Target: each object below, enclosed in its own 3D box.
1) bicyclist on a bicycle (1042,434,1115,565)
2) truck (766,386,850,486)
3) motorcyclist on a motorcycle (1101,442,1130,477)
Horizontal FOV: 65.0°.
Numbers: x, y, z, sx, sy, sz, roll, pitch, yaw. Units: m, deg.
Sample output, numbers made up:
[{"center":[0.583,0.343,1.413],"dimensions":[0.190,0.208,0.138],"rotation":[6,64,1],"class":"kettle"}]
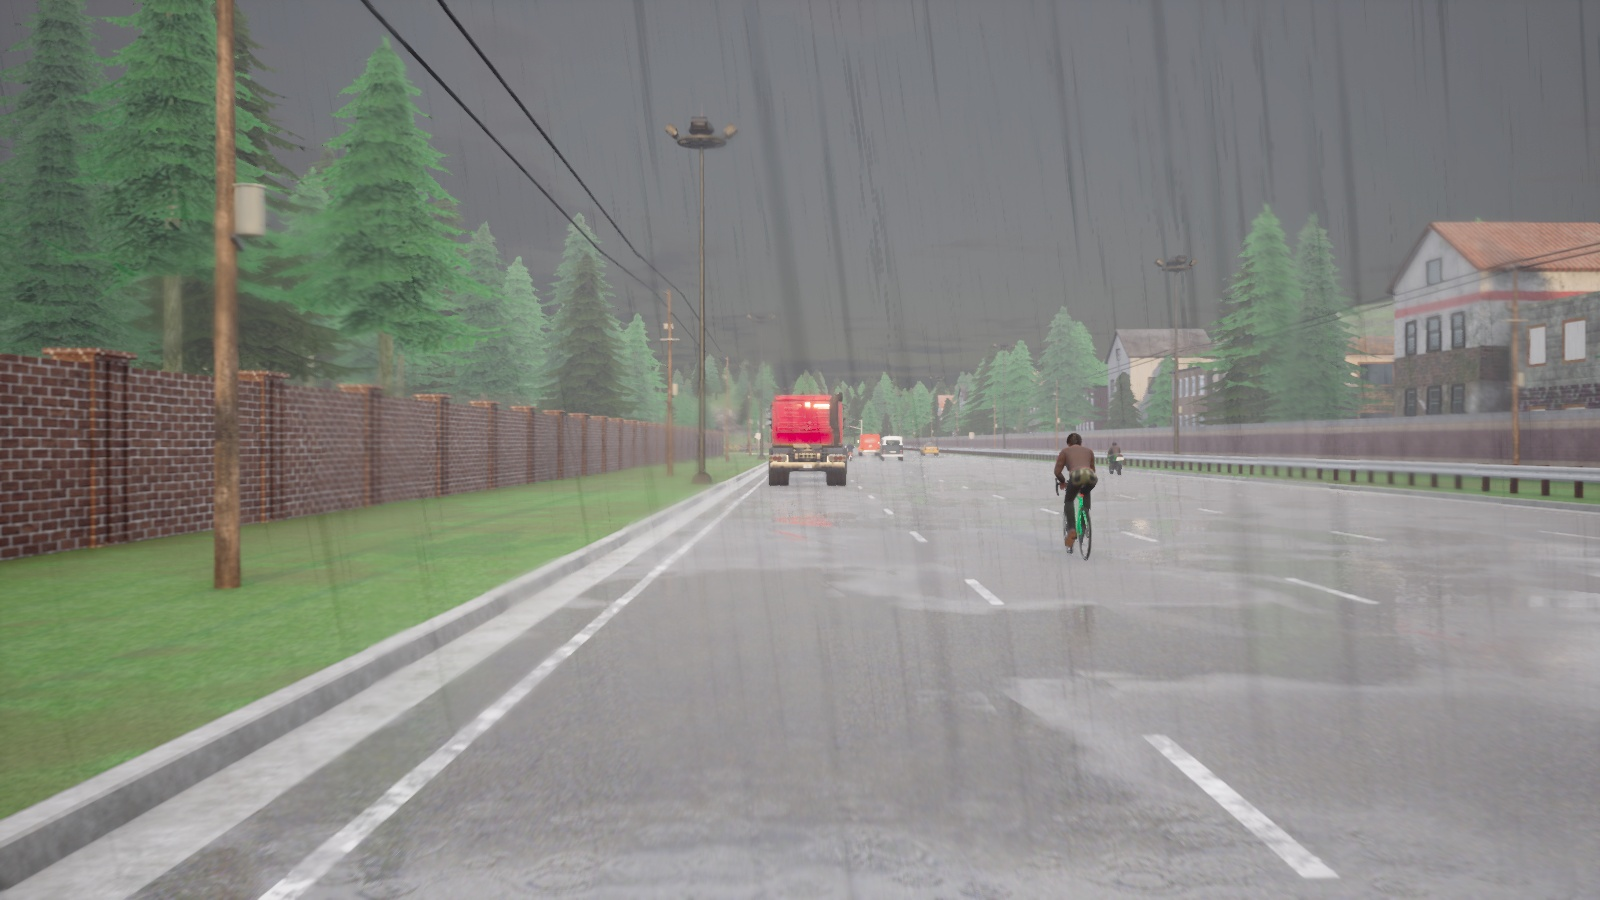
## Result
[{"center":[3.609,0.610,16.375],"dimensions":[0.582,1.620,1.656],"rotation":[0,0,0],"class":"bicyclist on a bicycle"},{"center":[0.285,-0.501,47.122],"dimensions":[2.891,3.462,7.936],"rotation":[0,0,0],"class":"truck"},{"center":[14.342,0.418,57.174],"dimensions":[0.797,1.523,2.044],"rotation":[0,0,0],"class":"motorcyclist on a motorcycle"}]
